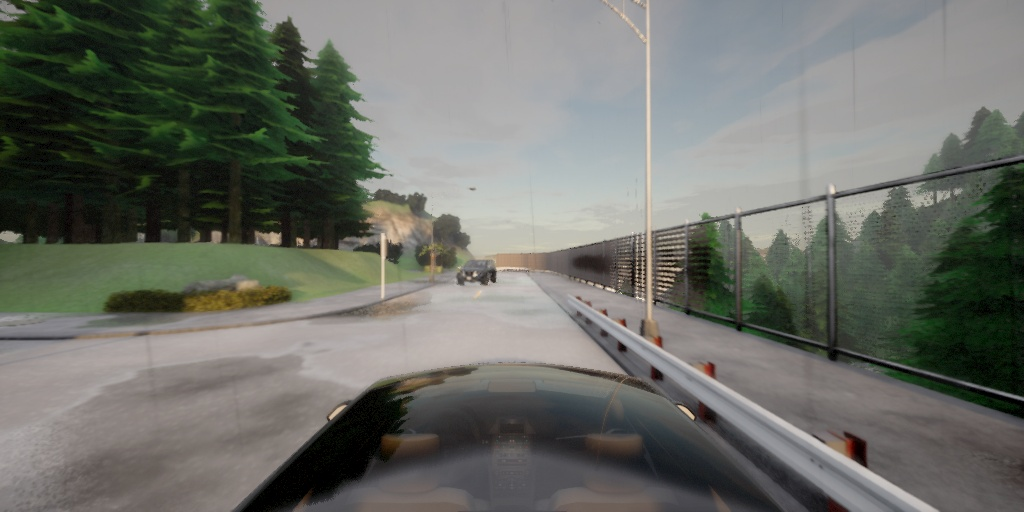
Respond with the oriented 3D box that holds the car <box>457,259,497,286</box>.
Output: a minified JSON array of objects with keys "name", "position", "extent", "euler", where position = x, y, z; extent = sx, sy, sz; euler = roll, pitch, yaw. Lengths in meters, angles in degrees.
[{"name":"car","position":[-2.666,1.281,28.756],"extent":[2.150,2.045,5.566],"euler":[0,-1,10]}]
